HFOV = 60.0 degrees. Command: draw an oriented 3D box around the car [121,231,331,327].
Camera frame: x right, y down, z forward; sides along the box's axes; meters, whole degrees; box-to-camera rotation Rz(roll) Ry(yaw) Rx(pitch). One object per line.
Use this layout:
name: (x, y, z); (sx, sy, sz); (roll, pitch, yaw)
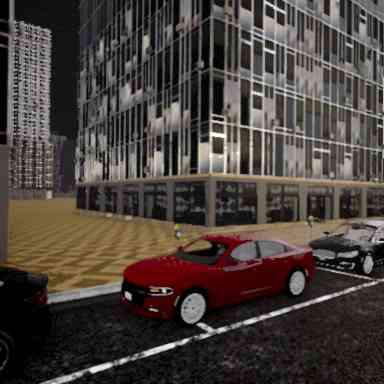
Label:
car: (0.733, 1.564, 7.072); (4.507, 1.381, 1.887); (0, 0, -35)

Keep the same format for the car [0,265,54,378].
car: (-3.887, 1.562, 3.778); (4.313, 1.339, 1.947); (0, 0, -35)

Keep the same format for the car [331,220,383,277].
car: (5.356, 1.593, 10.368); (4.403, 1.369, 2.008); (0, 0, -35)
